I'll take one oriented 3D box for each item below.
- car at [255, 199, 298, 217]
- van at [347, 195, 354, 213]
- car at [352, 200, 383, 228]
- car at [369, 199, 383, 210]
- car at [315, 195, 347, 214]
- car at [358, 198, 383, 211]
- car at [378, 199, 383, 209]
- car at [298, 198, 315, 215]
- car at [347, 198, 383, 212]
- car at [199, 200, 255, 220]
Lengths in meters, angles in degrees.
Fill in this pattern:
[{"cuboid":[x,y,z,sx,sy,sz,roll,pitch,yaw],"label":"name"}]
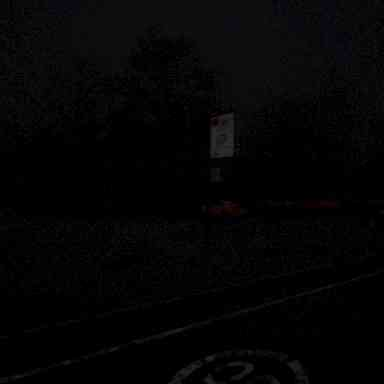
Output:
[{"cuboid":[7.083,1.476,31.562,2.097,1.535,5.008,0,0,-35],"label":"car"},{"cuboid":[16.086,1.328,38.120,1.878,1.987,4.442,1,0,-36],"label":"van"},{"cuboid":[12.394,1.467,19.273,2.231,1.521,4.892,0,0,-35],"label":"car"},{"cuboid":[27.499,1.714,46.100,2.163,1.488,4.792,1,0,-36],"label":"car"},{"cuboid":[13.908,1.405,36.384,2.185,1.767,4.553,1,0,-36],"label":"car"},{"cuboid":[25.221,1.658,44.499,2.097,1.535,5.008,1,0,-36],"label":"car"},{"cuboid":[29.730,1.740,47.767,2.163,1.488,4.792,1,0,-36],"label":"car"},{"cuboid":[9.354,1.532,33.177,2.002,1.452,4.674,0,0,-35],"label":"car"},{"cuboid":[23.059,1.629,42.732,1.946,1.575,5.366,1,0,-36],"label":"car"},{"cuboid":[2.554,1.457,28.323,2.097,1.535,5.008,0,0,-35],"label":"car"}]
